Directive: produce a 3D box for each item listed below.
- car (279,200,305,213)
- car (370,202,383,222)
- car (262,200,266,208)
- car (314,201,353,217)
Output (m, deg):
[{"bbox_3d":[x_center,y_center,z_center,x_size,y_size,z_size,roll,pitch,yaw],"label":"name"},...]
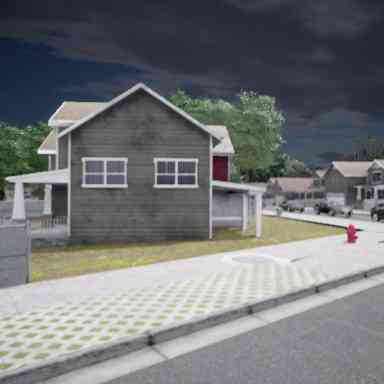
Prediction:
[{"bbox_3d":[12.528,1.803,42.079,1.837,1.490,4.892,0,-1,-6],"label":"car"},{"bbox_3d":[14.145,1.408,22.535,1.837,1.490,4.892,0,-1,-4],"label":"car"},{"bbox_3d":[12.678,2.267,63.359,1.812,1.442,4.674,0,-1,-9],"label":"car"},{"bbox_3d":[13.482,1.582,31.969,2.128,1.511,4.902,0,-1,-5],"label":"car"}]
